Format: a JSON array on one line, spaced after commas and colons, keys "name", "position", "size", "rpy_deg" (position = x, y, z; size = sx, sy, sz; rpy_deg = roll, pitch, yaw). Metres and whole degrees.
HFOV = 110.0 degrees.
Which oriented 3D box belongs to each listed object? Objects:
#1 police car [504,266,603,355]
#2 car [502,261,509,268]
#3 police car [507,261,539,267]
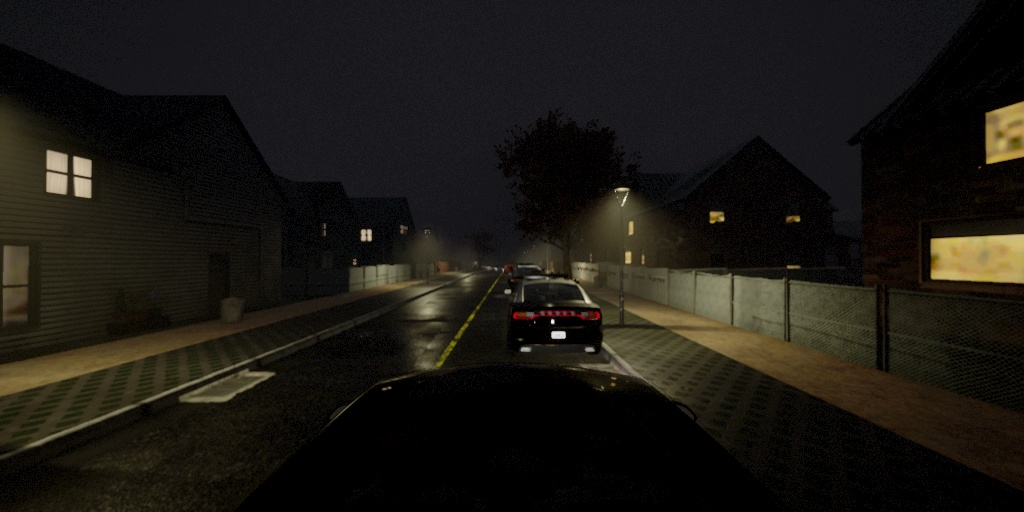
[{"name": "police car", "position": [0.833, 1.215, 8.962], "size": [1.930, 1.638, 5.238], "rpy_deg": [0, 0, 0]}, {"name": "car", "position": [0.095, 1.443, 47.775], "size": [2.097, 1.767, 4.553], "rpy_deg": [0, -1, 1]}, {"name": "police car", "position": [0.845, 1.271, 18.962], "size": [1.930, 1.638, 5.238], "rpy_deg": [0, 0, 0]}]
